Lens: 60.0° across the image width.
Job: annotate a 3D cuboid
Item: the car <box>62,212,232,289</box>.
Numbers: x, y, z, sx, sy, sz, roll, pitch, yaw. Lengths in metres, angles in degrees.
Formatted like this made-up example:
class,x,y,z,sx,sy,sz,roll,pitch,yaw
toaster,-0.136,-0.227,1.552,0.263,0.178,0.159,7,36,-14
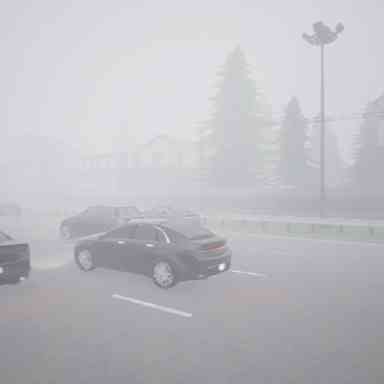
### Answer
class,x,y,z,sx,sy,sz,roll,pitch,yaw
car,-1.272,1.506,9.202,4.892,1.490,1.837,0,0,36

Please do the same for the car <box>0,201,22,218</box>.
class,x,y,z,sx,sy,sz,roll,pitch,yaw
car,-16.691,1.496,28.809,4.902,1.511,2.128,0,0,36

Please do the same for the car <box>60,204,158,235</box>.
class,x,y,z,sx,sy,sz,roll,pitch,yaw
car,-4.136,1.354,15.545,4.553,1.767,2.097,0,0,36

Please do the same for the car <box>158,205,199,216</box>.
class,x,y,z,sx,sy,sz,roll,pitch,yaw
car,-1.799,1.493,18.177,4.902,1.511,2.128,0,0,36

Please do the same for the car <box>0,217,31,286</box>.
class,x,y,z,sx,sy,sz,roll,pitch,yaw
car,-6.031,1.479,8.299,5.008,1.535,1.882,0,0,36
